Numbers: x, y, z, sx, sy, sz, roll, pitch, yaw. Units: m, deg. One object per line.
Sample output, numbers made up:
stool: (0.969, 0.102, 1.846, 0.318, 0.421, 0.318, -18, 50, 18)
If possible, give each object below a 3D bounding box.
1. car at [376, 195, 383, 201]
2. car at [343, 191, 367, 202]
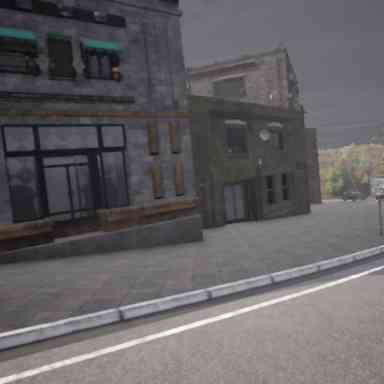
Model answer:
car: (34.731, 0.622, 58.969, 1.882, 1.535, 5.008, -6, -1, -3)
car: (31.145, 0.825, 64.016, 2.150, 2.045, 5.566, -6, -2, -3)
